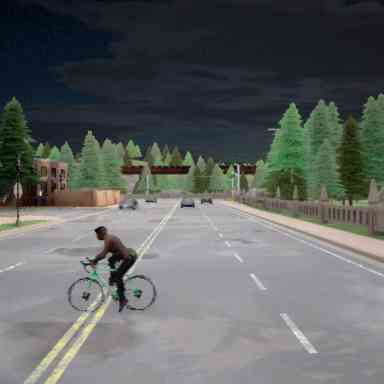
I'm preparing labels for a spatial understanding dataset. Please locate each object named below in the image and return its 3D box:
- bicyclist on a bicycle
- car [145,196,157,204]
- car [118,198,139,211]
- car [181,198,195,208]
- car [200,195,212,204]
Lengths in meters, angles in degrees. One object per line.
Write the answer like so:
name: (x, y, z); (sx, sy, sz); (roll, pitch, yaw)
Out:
bicyclist on a bicycle: (-1.509, 1.455, 6.211); (1.656, 1.620, 0.582); (-2, 0, -1)
car: (-7.988, 1.564, 65.257); (1.994, 1.385, 4.181); (0, 0, 0)
car: (-7.688, 1.491, 40.615); (2.128, 1.511, 4.902); (0, 0, -1)
car: (-0.619, 1.564, 49.406); (1.994, 1.385, 4.181); (0, 0, -1)
car: (2.680, 1.352, 62.983); (2.097, 1.767, 4.553); (0, 0, -1)
